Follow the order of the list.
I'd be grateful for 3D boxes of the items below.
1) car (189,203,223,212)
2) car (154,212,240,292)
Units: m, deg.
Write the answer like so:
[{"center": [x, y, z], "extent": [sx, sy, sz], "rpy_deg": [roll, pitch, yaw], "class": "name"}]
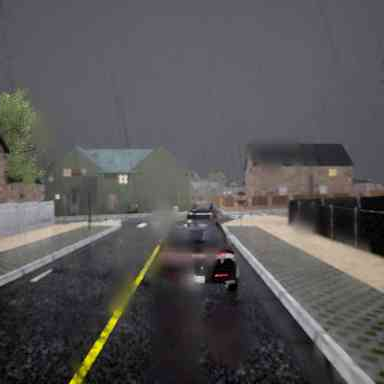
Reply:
[{"center": [0.965, 1.510, 22.604], "extent": [2.128, 1.511, 4.902], "rpy_deg": [0, 0, 12], "class": "car"}, {"center": [0.104, 1.502, 8.925], "extent": [2.128, 1.511, 4.902], "rpy_deg": [0, 0, 0], "class": "car"}]
